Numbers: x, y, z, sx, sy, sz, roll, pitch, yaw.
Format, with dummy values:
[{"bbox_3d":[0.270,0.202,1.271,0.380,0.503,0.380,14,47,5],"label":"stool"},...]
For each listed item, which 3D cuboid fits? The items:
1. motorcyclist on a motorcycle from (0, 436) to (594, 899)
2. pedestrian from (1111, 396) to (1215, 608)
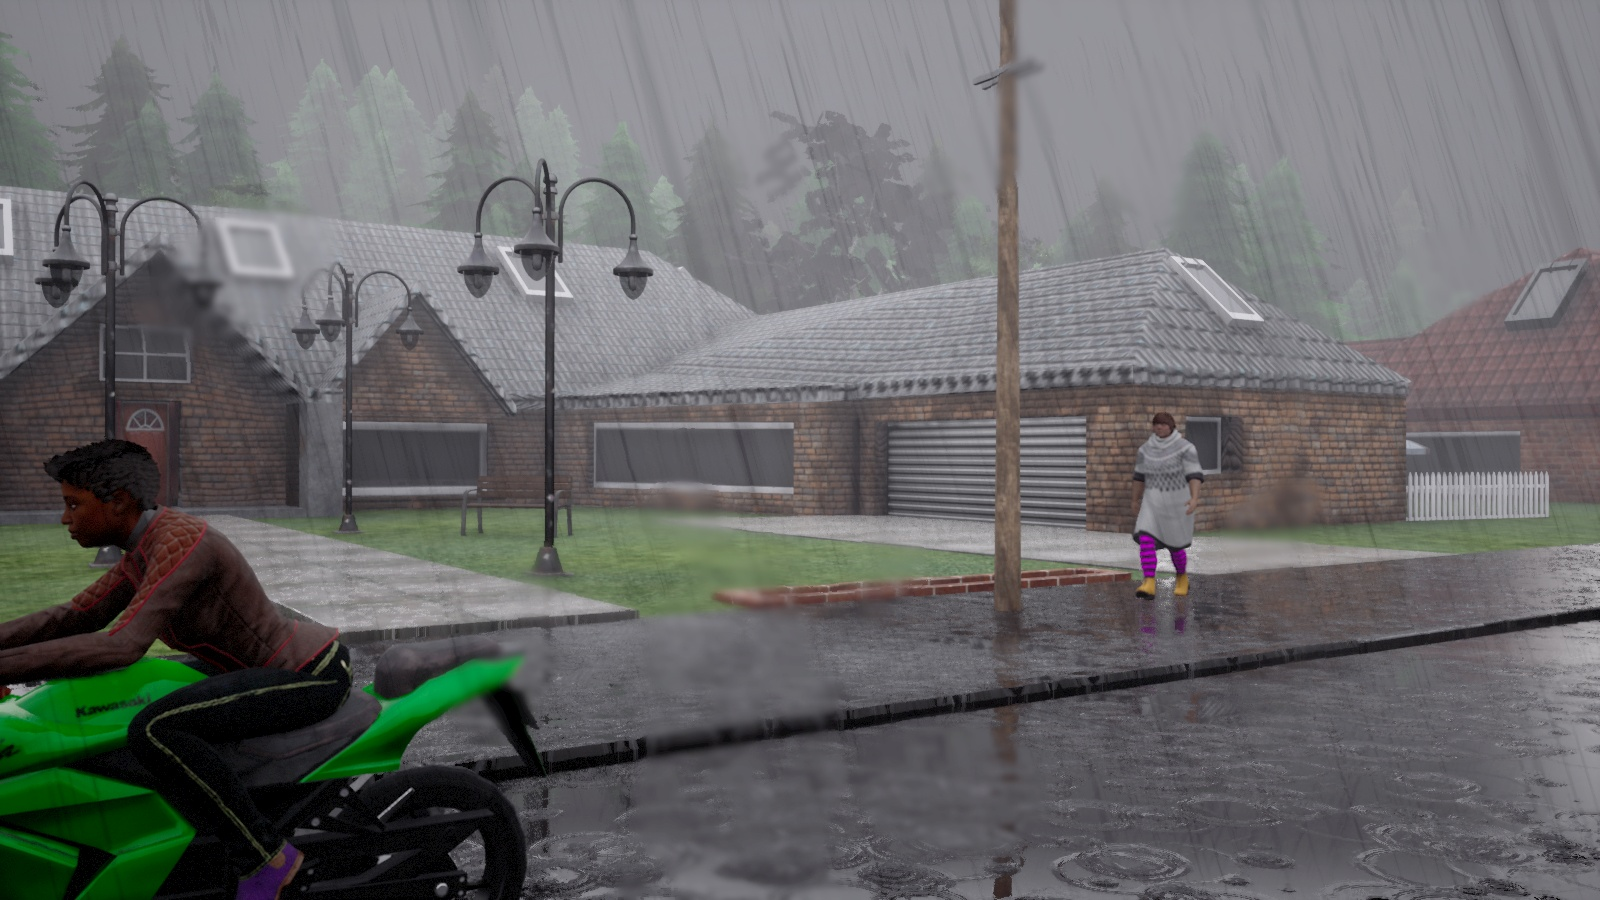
[{"bbox_3d":[-1.647,0.741,3.161,2.044,1.523,0.797,2,-1,-34],"label":"motorcyclist on a motorcycle"},{"bbox_3d":[3.501,0.477,12.089,0.659,1.952,0.873,0,0,40],"label":"pedestrian"}]
